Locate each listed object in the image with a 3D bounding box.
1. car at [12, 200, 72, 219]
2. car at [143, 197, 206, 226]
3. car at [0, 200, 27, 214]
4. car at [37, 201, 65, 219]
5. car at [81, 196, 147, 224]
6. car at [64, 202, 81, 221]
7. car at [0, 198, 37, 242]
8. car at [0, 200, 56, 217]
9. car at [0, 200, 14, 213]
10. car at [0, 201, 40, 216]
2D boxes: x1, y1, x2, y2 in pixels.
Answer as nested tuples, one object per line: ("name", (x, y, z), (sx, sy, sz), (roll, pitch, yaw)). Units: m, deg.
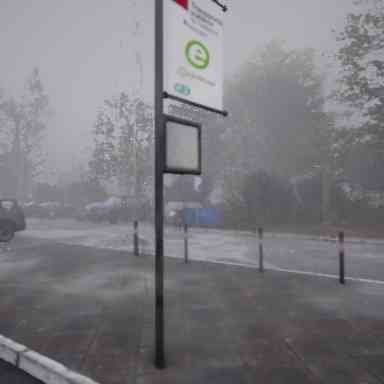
("car", (-14.794, 1.667, 33.051), (2.097, 1.535, 5.008), (-1, 0, 35))
("car", (-0.889, 1.389, 23.359), (2.185, 1.767, 4.553), (0, 0, 35))
("car", (-21.856, 1.733, 37.951), (2.097, 1.535, 5.008), (-1, 0, 35))
("car", (-12.472, 1.646, 31.444), (2.231, 1.521, 4.892), (-1, 0, 35))
("car", (-5.622, 1.324, 26.678), (2.435, 2.045, 5.566), (-1, 0, 35))
("car", (-7.821, 1.600, 28.242), (2.231, 1.521, 4.892), (-1, 0, 35))
("car", (-10.283, 1.297, 14.612), (2.435, 2.045, 5.566), (-1, 0, 35))
("car", (-17.116, 1.688, 34.658), (2.097, 1.535, 5.008), (-1, 0, 35))
("car", (-24.183, 1.754, 39.550), (2.097, 1.535, 5.008), (-1, 0, 35))
("car", (-19.418, 1.740, 36.293), (2.163, 1.488, 4.792), (-1, 0, 35))
